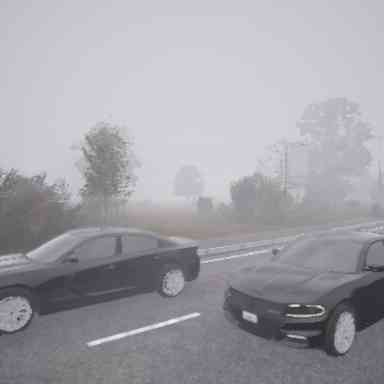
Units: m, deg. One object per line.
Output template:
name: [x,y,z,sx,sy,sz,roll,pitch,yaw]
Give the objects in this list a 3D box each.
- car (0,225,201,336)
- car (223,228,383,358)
car: [-2.099,1.499,6.942,5.008,1.535,1.882,0,0,-37]
car: [2.766,1.496,6.265,5.008,1.535,1.882,0,0,-39]
